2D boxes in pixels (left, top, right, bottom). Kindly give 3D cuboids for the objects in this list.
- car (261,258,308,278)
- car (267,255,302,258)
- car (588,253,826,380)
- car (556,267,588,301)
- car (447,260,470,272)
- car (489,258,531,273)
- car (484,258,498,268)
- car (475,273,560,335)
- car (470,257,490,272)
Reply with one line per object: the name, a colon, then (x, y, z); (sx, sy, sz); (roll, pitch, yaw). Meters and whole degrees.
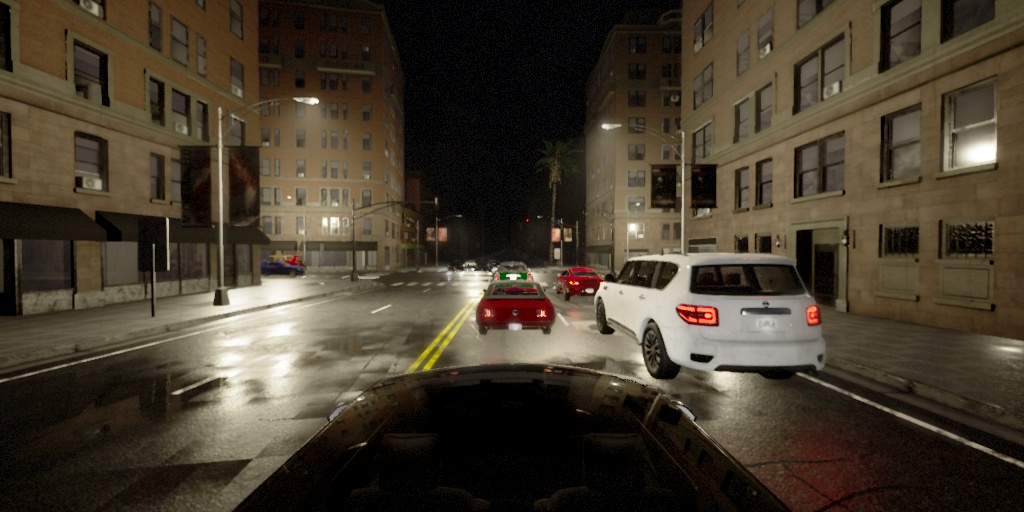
car: (-20.537, 1.131, 31.437); (4.674, 1.442, 1.812); (0, 1, -9)
car: (-23.994, 0.815, 36.751); (5.009, 1.841, 2.192); (0, 0, -9)
car: (3.324, 0.967, 7.391); (2.150, 2.045, 5.566); (0, 0, 0)
car: (3.208, 1.264, 17.078); (1.812, 1.442, 4.674); (0, 0, 0)
car: (-6.718, 1.201, 44.250); (1.837, 1.490, 4.892); (0, -1, 0)
car: (-0.015, 1.089, 19.467); (2.097, 1.767, 4.553); (0, 0, -2)
car: (-3.495, 1.198, 60.420); (2.128, 1.511, 4.902); (0, 0, 0)
car: (0.075, 1.344, 10.475); (1.895, 1.301, 4.718); (0, 0, 0)
car: (-3.451, 1.050, 43.355); (2.097, 1.767, 4.553); (1, -1, 0)
